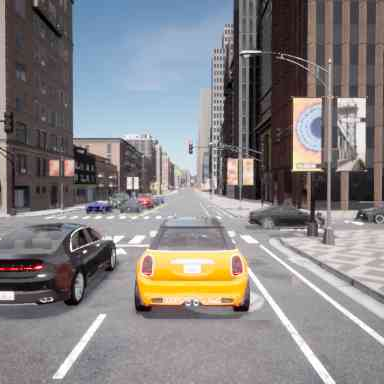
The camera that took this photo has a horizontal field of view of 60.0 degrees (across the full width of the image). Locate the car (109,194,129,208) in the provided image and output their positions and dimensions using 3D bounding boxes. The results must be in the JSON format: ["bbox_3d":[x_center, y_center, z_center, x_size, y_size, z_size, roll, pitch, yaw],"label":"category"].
[{"bbox_3d":[-9.846,1.244,45.319,2.150,2.045,5.566,0,0,1],"label":"car"}]

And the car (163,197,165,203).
[{"bbox_3d":[-6.535,1.508,66.042,1.882,1.535,5.008,0,0,1],"label":"car"}]

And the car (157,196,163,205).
[{"bbox_3d":[-6.587,1.592,55.969,1.994,1.385,4.181,0,0,0],"label":"car"}]

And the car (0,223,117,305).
[{"bbox_3d":[-3.154,1.504,8.031,1.837,1.490,4.892,0,0,0],"label":"car"}]

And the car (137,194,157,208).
[{"bbox_3d":[-6.602,1.244,45.996,2.150,2.045,5.566,0,0,1],"label":"car"}]

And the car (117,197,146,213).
[{"bbox_3d":[-6.603,1.580,36.719,1.994,1.385,4.181,0,0,0],"label":"car"}]

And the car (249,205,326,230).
[{"bbox_3d":[5.775,1.515,20.436,4.674,1.442,1.812,0,1,1],"label":"car"}]

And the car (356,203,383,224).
[{"bbox_3d":[13.985,1.470,23.556,4.181,1.385,1.994,0,1,0],"label":"car"}]

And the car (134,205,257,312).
[{"bbox_3d":[0.010,1.351,7.887,2.097,1.767,4.553,0,0,0],"label":"car"}]

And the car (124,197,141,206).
[{"bbox_3d":[-9.821,1.591,55.277,1.994,1.385,4.181,0,0,2],"label":"car"}]

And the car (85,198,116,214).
[{"bbox_3d":[-9.852,1.616,35.559,1.895,1.301,4.718,0,0,0],"label":"car"}]
